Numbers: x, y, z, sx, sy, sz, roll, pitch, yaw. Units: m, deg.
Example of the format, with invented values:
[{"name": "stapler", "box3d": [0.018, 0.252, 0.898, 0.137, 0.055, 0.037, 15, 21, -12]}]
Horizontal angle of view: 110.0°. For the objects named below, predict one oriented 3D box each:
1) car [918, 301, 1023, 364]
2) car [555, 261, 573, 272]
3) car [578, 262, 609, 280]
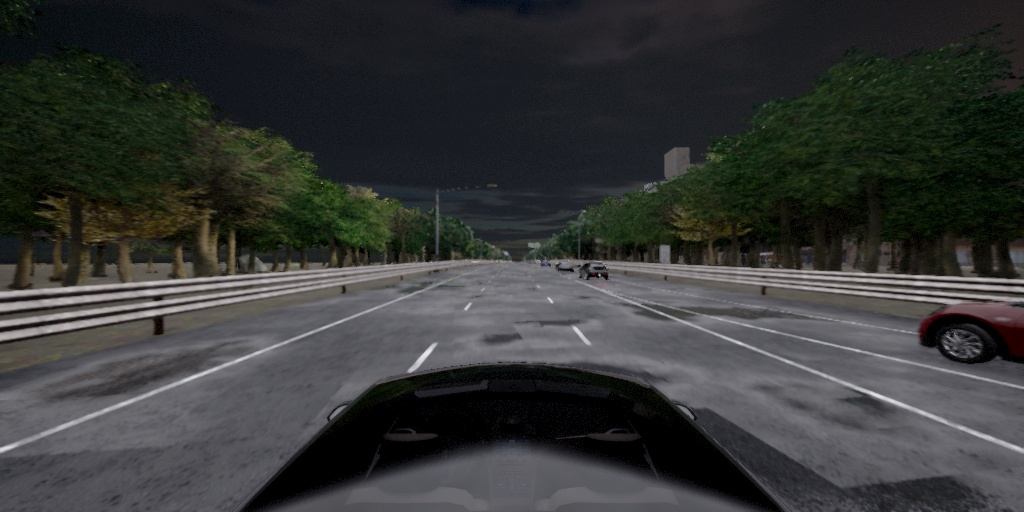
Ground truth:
[{"name": "car", "box3d": [9.688, 1.127, 5.539, 2.097, 1.767, 4.553, 0, 0, -13]}, {"name": "car", "box3d": [7.006, 1.375, 48.365, 1.994, 1.385, 4.181, 0, 0, 0]}, {"name": "car", "box3d": [7.023, 1.288, 31.285, 1.837, 1.490, 4.892, 0, 0, 0]}]
